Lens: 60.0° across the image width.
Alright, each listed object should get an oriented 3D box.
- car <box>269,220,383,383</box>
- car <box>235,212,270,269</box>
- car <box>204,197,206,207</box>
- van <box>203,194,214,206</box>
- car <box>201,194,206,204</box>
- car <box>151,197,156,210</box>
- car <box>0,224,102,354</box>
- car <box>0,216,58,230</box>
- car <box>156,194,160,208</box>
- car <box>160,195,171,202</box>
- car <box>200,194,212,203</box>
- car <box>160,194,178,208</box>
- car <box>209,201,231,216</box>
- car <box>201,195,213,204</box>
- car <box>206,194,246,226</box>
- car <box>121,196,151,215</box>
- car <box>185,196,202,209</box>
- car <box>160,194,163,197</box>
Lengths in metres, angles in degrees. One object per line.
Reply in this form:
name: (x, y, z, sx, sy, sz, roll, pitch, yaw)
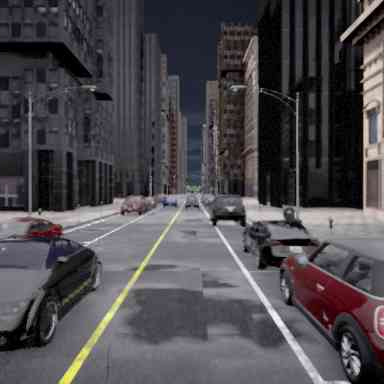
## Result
car: (2.761, 1.438, 5.358, 1.967, 1.590, 4.097, 0, 0, 0)
car: (2.762, 1.561, 10.960, 1.947, 1.339, 4.313, 0, 0, 0)
car: (2.767, 1.549, 38.969, 1.947, 1.339, 4.313, 0, 0, 0)
van: (2.769, 1.318, 55.774, 1.690, 1.788, 3.998, 0, 0, 0)
car: (2.769, 1.419, 50.172, 1.967, 1.590, 4.097, 0, 0, 0)
car: (-5.758, 1.549, 38.967, 1.947, 1.339, 4.313, 0, 0, 0)
car: (-3.099, 1.561, 6.160, 1.994, 1.385, 4.181, 0, 0, 0)
car: (-5.763, 1.540, 10.956, 1.887, 1.381, 4.507, 0, 0, 0)
car: (-5.758, 1.421, 44.569, 1.967, 1.590, 4.097, 0, 0, 0)
car: (-5.752, 1.412, 72.580, 1.967, 1.590, 4.097, 0, 0, 0)
car: (2.771, 1.289, 66.978, 2.192, 1.841, 5.009, 0, 0, 0)
car: (-3.071, 1.458, 47.881, 1.882, 1.535, 5.008, 0, 0, 0)
car: (2.766, 1.568, 33.367, 1.802, 1.307, 4.206, 0, 0, 0)
car: (2.771, 1.416, 61.375, 1.967, 1.590, 4.097, 0, 0, 0)
car: (2.398, 1.218, 23.391, 2.150, 2.045, 5.566, 0, 0, 0)
car: (-5.760, 1.301, 33.365, 2.192, 1.841, 5.009, 0, 0, 0)
car: (0.031, 1.582, 44.761, 1.895, 1.301, 4.718, 0, 0, 1)
car: (-5.755, 1.291, 61.376, 2.192, 1.841, 5.009, 0, 0, 0)
